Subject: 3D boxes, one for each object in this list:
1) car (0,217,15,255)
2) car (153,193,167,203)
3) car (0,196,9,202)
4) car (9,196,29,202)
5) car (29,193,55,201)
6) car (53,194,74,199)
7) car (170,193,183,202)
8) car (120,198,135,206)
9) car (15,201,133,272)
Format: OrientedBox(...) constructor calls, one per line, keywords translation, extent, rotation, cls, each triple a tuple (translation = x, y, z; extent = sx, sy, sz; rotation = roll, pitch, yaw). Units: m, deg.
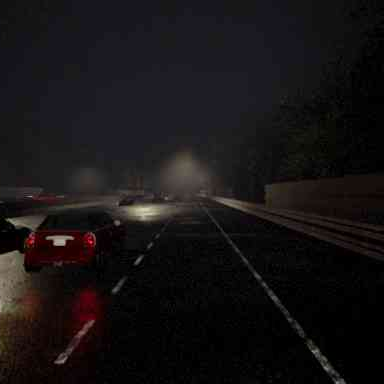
OrientedBox(translation=(-7.003, 1.507, 10.853), extent=(1.837, 1.490, 4.892), rotation=(0, 0, 0), cls="car")
OrientedBox(translation=(-7.026, 1.245, 70.425), extent=(2.150, 2.045, 5.566), rotation=(0, 0, 0), cls="car")
OrientedBox(translation=(-31.527, 1.490, 55.932), extent=(1.882, 1.535, 5.008), rotation=(0, 0, 0), cls="car")
OrientedBox(translation=(-28.031, 1.513, 56.058), extent=(2.128, 1.511, 4.902), rotation=(0, 0, 0), cls="car")
OrientedBox(translation=(-24.531, 1.249, 56.028), extent=(2.150, 2.045, 5.566), rotation=(0, 0, 0), cls="car")
OrientedBox(translation=(-21.041, 1.502, 56.204), extent=(2.128, 1.511, 4.902), rotation=(0, 0, 0), cls="car")
OrientedBox(translation=(-3.529, 1.524, 76.444), extent=(1.837, 1.490, 4.892), rotation=(0, 0, 0), cls="car")
OrientedBox(translation=(-10.520, 1.576, 53.955), extent=(1.994, 1.385, 4.181), rotation=(0, 0, 0), cls="car")
OrientedBox(translation=(-3.507, 1.353, 10.939), extent=(2.097, 1.767, 4.553), rotation=(0, 0, 0), cls="car")
